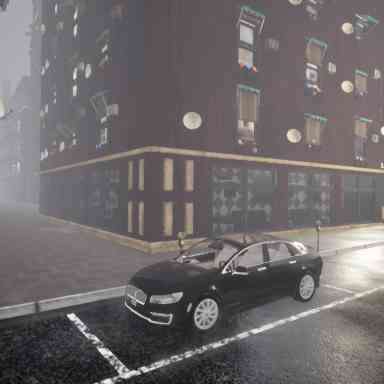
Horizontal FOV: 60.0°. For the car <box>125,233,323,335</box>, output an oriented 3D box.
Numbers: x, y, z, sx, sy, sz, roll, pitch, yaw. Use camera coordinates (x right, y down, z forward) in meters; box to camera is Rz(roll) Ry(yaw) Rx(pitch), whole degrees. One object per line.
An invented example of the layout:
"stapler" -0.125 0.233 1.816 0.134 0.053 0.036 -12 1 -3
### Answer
"car" 0.840 1.552 6.650 4.403 1.369 2.008 0 1 -36
